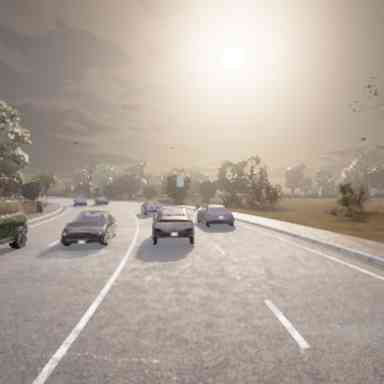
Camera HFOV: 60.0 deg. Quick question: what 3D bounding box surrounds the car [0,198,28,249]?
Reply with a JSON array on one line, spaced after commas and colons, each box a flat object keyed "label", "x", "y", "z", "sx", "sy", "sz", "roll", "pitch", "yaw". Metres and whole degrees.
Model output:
[{"label": "car", "x": -7.735, "y": 1.253, "z": 11.688, "sx": 2.150, "sy": 2.045, "sz": 5.566, "roll": 0, "pitch": 0, "yaw": -5}]

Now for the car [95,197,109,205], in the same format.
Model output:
[{"label": "car", "x": -15.275, "y": 1.571, "z": 56.080, "sx": 1.882, "sy": 1.535, "sz": 5.008, "roll": 0, "pitch": 0, "yaw": -22}]

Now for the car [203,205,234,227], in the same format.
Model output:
[{"label": "car", "x": 1.544, "y": 1.593, "z": 23.232, "sx": 1.994, "sy": 1.385, "sz": 4.181, "roll": 0, "pitch": 0, "yaw": -9}]

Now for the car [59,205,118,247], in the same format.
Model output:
[{"label": "car", "x": -4.607, "y": 1.577, "z": 15.645, "sx": 2.033, "sy": 1.411, "sz": 5.357, "roll": 0, "pitch": 0, "yaw": -7}]

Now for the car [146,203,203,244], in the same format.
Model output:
[{"label": "car", "x": -0.985, "y": 1.515, "z": 16.012, "sx": 2.128, "sy": 1.511, "sz": 4.902, "roll": 0, "pitch": 0, "yaw": -6}]

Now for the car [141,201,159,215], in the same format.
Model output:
[{"label": "car", "x": -4.197, "y": 1.601, "z": 34.277, "sx": 2.033, "sy": 1.411, "sz": 5.357, "roll": 0, "pitch": 0, "yaw": -14}]

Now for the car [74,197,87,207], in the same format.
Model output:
[{"label": "car", "x": -17.864, "y": 1.567, "z": 53.202, "sx": 1.882, "sy": 1.535, "sz": 5.008, "roll": 0, "pitch": 0, "yaw": -22}]
